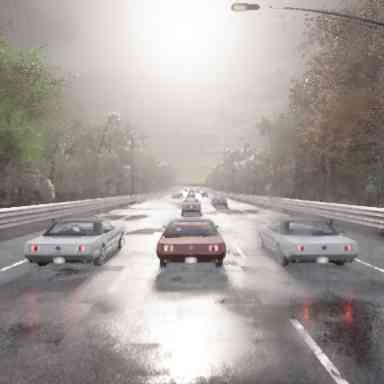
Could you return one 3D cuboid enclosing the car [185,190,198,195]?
[{"bbox_3d":[-0.136,0.841,74.126,1.812,1.442,4.674,0,1,0],"label":"car"}]

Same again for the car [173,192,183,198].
[{"bbox_3d":[-3.647,0.787,80.158,2.128,1.511,4.902,0,1,0],"label":"car"}]

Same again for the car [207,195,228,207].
[{"bbox_3d":[3.419,1.167,42.119,2.033,1.411,5.357,0,1,0],"label":"car"}]

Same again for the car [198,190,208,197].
[{"bbox_3d":[3.334,0.644,90.663,1.837,1.490,4.892,0,1,0],"label":"car"}]

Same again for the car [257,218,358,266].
[{"bbox_3d":[3.475,1.500,11.056,1.895,1.301,4.718,0,0,0],"label":"car"}]

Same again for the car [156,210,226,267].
[{"bbox_3d":[-0.026,1.506,11.051,1.895,1.301,4.718,0,0,0],"label":"car"}]

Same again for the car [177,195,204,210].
[{"bbox_3d":[-0.059,1.284,30.115,2.033,1.411,5.357,0,1,0],"label":"car"}]

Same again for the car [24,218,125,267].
[{"bbox_3d":[-3.525,1.511,11.045,1.895,1.301,4.718,0,0,0],"label":"car"}]
